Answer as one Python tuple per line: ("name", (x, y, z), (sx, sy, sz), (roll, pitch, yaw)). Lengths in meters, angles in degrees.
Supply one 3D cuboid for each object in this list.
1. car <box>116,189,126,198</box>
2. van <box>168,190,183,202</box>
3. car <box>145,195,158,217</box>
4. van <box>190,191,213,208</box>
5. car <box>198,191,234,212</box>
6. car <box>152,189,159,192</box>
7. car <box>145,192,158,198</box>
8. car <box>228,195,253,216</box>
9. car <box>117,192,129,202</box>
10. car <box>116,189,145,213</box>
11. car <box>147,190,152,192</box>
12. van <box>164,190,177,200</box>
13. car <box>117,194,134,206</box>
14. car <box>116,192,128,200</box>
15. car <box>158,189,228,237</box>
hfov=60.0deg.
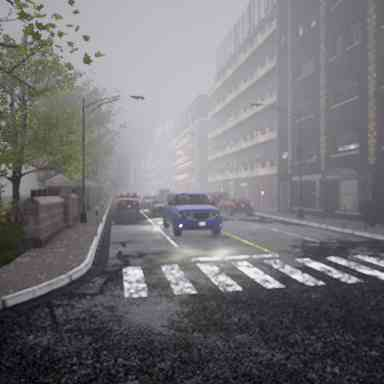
("car", (-15.787, 0.258, 73.901), (2.192, 1.841, 5.009), (1, 1, -13))
("van", (-2.691, 0.578, 54.236), (1.690, 1.788, 3.998), (1, 1, -13))
("car", (-2.302, 1.202, 26.519), (1.994, 1.385, 4.181), (0, 1, -13))
("van", (1.006, 0.815, 38.084), (1.690, 1.788, 3.998), (1, 1, -13))
("car", (2.238, 0.867, 32.700), (2.192, 1.841, 5.009), (1, 1, -13))
("car", (-4.252, 0.528, 49.373), (2.150, 2.045, 5.566), (0, 1, -13))
("car", (-4.528, 1.043, 36.265), (2.033, 1.411, 5.357), (0, 1, -13))
("car", (3.469, 1.071, 27.318), (1.967, 1.590, 4.097), (1, 1, -13))
("car", (-10.825, 0.786, 52.203), (1.752, 1.417, 4.829), (1, 1, -13))
("car", (-5.930, 0.889, 30.831), (2.192, 1.841, 5.009), (1, 1, -13))
("car", (-6.563, 0.684, 59.455), (1.812, 1.442, 4.674), (0, 1, -13))
("van", (-3.923, 0.499, 59.619), (1.690, 1.788, 3.998), (1, 1, -13))
("car", (-8.399, 0.982, 41.602), (1.947, 1.339, 4.313), (1, 1, -13))
("car", (-13.328, 0.651, 63.136), (2.008, 1.369, 4.403), (1, 1, -13))
("car", (-0.167, 0.997, 17.182), (2.150, 2.045, 5.566), (0, 1, -13))
